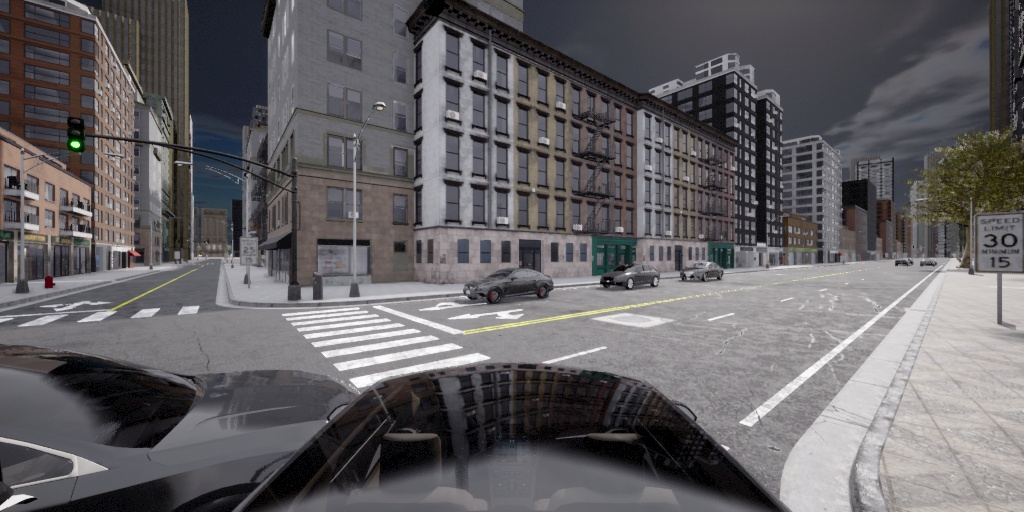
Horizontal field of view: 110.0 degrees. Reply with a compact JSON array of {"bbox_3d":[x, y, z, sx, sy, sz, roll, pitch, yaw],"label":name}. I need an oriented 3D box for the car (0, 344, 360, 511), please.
[{"bbox_3d":[-3.224,1.257,1.765,4.892,1.490,1.837,0,0,-35],"label":"car"}]

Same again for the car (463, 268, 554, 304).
[{"bbox_3d":[-0.056,1.286,16.740,4.674,1.442,1.812,0,0,-39],"label":"car"}]

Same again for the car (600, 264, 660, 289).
[{"bbox_3d":[7.629,1.258,22.972,4.892,1.490,1.837,0,0,-39],"label":"car"}]

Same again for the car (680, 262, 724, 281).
[{"bbox_3d":[15.633,1.235,29.451,4.902,1.511,2.128,0,0,-39],"label":"car"}]
